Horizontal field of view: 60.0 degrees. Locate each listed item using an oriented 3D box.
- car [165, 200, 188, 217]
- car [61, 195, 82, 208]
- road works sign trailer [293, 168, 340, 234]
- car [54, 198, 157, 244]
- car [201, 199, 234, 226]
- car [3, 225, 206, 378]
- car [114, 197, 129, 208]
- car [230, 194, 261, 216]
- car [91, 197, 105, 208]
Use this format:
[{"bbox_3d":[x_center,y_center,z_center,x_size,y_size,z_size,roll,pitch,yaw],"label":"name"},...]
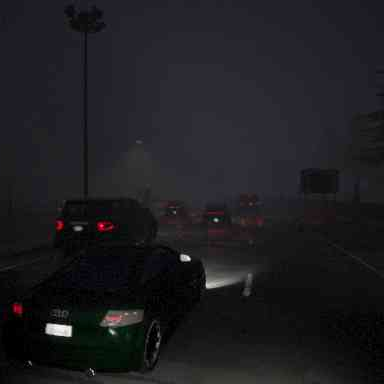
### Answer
[{"bbox_3d":[-1.478,1.506,31.516,1.837,1.490,4.892,0,0,0],"label":"car"},{"bbox_3d":[-17.170,1.352,47.564,2.097,1.767,4.553,0,0,-12],"label":"car"},{"bbox_3d":[7.304,0.464,18.612,2.380,3.560,2.880,0,0,-13],"label":"road works sign trailer"},{"bbox_3d":[-3.042,1.222,12.952,2.150,2.045,5.566,0,0,10],"label":"car"},{"bbox_3d":[1.731,1.506,23.394,1.837,1.490,4.892,0,0,4],"label":"car"},{"bbox_3d":[-1.053,1.564,5.788,1.994,1.385,4.181,0,0,14],"label":"car"},{"bbox_3d":[-10.195,1.491,48.317,2.128,1.511,4.902,0,0,-11],"label":"car"},{"bbox_3d":[5.418,1.221,33.124,2.150,2.045,5.566,0,0,0],"label":"car"},{"bbox_3d":[-14.169,1.505,50.402,1.837,1.490,4.892,0,0,-12],"label":"car"}]
